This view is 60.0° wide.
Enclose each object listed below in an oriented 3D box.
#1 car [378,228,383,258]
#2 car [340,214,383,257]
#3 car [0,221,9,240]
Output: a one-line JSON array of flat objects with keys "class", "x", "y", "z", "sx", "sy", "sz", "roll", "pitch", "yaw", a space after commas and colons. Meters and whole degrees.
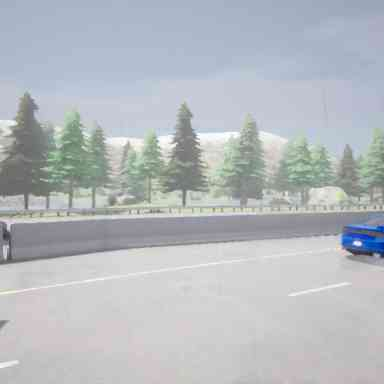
[{"class": "car", "x": 6.452, "y": 1.525, "z": 7.263, "sx": 4.674, "sy": 1.442, "sz": 1.812, "roll": 0, "pitch": 0, "yaw": -27}, {"class": "car", "x": 7.470, "y": 1.477, "z": 11.635, "sx": 5.008, "sy": 1.535, "sz": 1.882, "roll": 0, "pitch": 0, "yaw": -26}, {"class": "car", "x": -9.989, "y": 1.564, "z": 13.780, "sx": 4.181, "sy": 1.385, "sz": 1.994, "roll": 0, "pitch": 0, "yaw": -35}]
